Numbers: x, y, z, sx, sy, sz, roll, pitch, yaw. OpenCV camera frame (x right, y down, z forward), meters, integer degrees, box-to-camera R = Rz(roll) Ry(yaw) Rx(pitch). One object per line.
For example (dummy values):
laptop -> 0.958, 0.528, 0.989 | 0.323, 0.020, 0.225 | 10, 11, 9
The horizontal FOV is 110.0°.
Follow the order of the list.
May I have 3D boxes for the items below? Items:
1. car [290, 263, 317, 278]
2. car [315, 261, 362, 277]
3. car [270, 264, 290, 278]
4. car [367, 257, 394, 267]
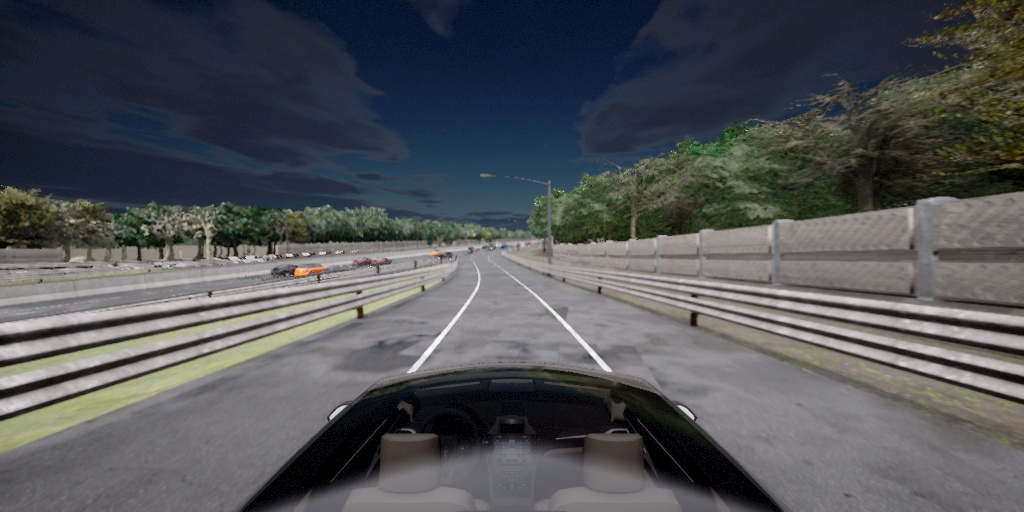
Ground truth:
car -> -24.715, 1.678, 44.808 | 2.097, 1.767, 4.553 | 0, 3, 11
car -> -21.266, 1.845, 44.213 | 2.128, 1.511, 4.902 | 0, 3, 11
car -> -28.146, 1.791, 45.499 | 1.837, 1.490, 4.892 | 0, 3, 11
car -> -21.788, 0.976, 60.413 | 1.812, 1.442, 4.674 | 0, 3, 11
